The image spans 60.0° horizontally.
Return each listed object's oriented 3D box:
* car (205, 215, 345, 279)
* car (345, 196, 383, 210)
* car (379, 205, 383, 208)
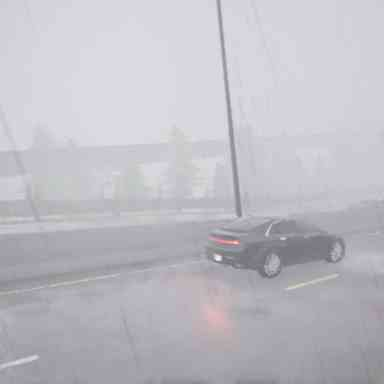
[{"bbox_3d":[2.637,1.444,9.921,4.892,1.490,1.837,0,0,-35],"label":"car"},{"bbox_3d":[14.380,1.303,27.049,4.892,1.490,1.837,0,0,-35],"label":"car"},{"bbox_3d":[7.298,1.271,8.946,4.553,1.767,2.097,-1,0,-35],"label":"car"}]
